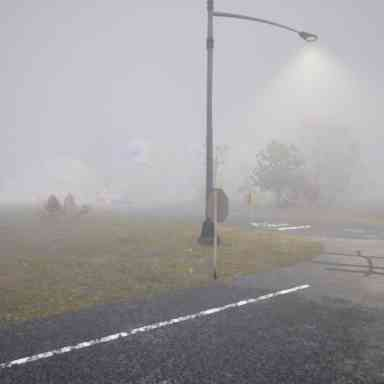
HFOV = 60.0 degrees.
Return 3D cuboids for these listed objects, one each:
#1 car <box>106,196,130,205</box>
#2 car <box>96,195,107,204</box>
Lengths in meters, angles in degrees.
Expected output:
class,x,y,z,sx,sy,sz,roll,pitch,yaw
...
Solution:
class,x,y,z,sx,sy,sz,roll,pitch,yaw
car,-11.752,1.391,54.535,2.128,1.511,4.902,0,0,-33
car,-16.076,1.363,60.977,1.882,1.535,5.008,0,0,-34
